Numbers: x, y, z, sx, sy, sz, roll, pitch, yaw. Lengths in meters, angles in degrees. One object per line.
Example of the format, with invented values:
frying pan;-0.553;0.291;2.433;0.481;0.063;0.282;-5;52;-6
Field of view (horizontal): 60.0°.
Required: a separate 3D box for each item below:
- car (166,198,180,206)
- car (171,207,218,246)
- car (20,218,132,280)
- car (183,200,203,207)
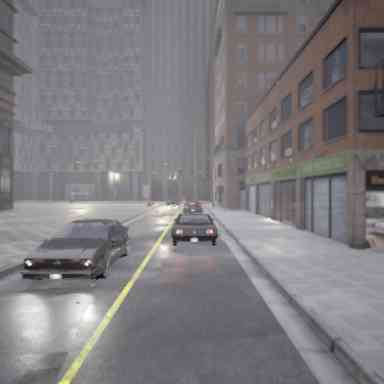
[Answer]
car;-3.001;1.605;53.637;1.994;1.385;4.181;0;0;0
car;0.099;1.599;15.334;1.895;1.301;4.718;0;0;0
car;-3.102;1.547;10.237;2.033;1.411;5.357;0;0;0
car;0.100;1.522;32.876;1.812;1.442;4.674;0;0;0
